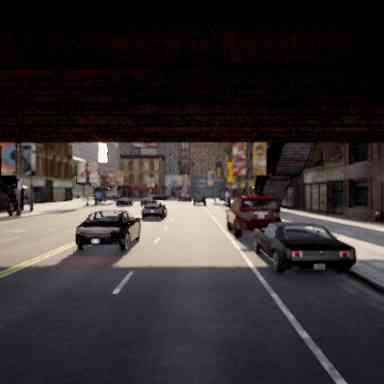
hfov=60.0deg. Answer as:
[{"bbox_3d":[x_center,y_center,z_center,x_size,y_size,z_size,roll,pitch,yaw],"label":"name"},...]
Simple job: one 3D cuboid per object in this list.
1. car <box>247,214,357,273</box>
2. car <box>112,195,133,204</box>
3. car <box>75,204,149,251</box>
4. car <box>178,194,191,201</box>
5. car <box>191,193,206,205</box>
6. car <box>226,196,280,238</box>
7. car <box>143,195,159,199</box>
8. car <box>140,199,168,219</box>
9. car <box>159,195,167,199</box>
[{"bbox_3d":[3.225,1.599,10.649,1.895,1.301,4.718,0,0,0],"label":"car"},{"bbox_3d":[-10.459,1.565,51.743,2.033,1.411,5.357,0,0,0],"label":"car"},{"bbox_3d":[-3.335,1.497,14.019,2.128,1.511,4.902,0,0,1],"label":"car"},{"bbox_3d":[-1.707,1.197,77.343,2.097,1.767,4.553,0,0,-19],"label":"car"},{"bbox_3d":[1.330,1.241,58.129,2.150,2.045,5.566,0,0,0],"label":"car"},{"bbox_3d":[3.179,1.235,18.045,2.435,2.045,5.566,0,0,0],"label":"car"},{"bbox_3d":[-6.960,1.565,52.280,2.033,1.411,5.357,0,0,0],"label":"car"},{"bbox_3d":[-3.303,1.574,29.729,1.994,1.385,4.181,0,0,0],"label":"car"},{"bbox_3d":[-8.832,1.473,90.741,2.033,1.411,5.357,0,0,-39],"label":"car"}]
